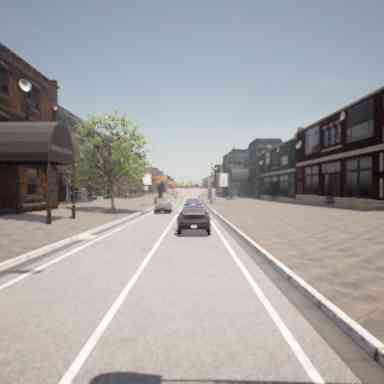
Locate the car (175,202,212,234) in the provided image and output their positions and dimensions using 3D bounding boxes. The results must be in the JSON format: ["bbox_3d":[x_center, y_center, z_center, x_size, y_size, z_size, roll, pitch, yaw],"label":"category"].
[{"bbox_3d":[0.102,1.535,19.465,1.837,1.490,4.892,0,0,0],"label":"car"}]

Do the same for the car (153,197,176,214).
[{"bbox_3d":[-3.089,1.631,36.853,2.033,1.411,5.357,0,0,0],"label":"car"}]

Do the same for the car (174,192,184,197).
[{"bbox_3d":[-2.990,0.799,78.430,2.150,2.045,5.566,0,0,0],"label":"car"}]

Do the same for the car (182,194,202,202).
[{"bbox_3d":[0.105,1.437,38.591,2.097,1.767,4.553,0,0,0],"label":"car"}]
